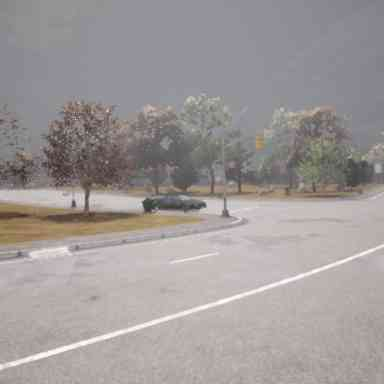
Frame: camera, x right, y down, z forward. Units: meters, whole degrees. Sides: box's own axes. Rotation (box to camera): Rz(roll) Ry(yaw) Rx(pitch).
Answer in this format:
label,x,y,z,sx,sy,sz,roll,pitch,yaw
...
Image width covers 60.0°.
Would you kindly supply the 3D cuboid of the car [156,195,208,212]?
label,x,y,z,sx,sy,sz,roll,pitch,yaw
car,-1.209,0.957,30.285,5.357,1.411,2.033,0,3,38
